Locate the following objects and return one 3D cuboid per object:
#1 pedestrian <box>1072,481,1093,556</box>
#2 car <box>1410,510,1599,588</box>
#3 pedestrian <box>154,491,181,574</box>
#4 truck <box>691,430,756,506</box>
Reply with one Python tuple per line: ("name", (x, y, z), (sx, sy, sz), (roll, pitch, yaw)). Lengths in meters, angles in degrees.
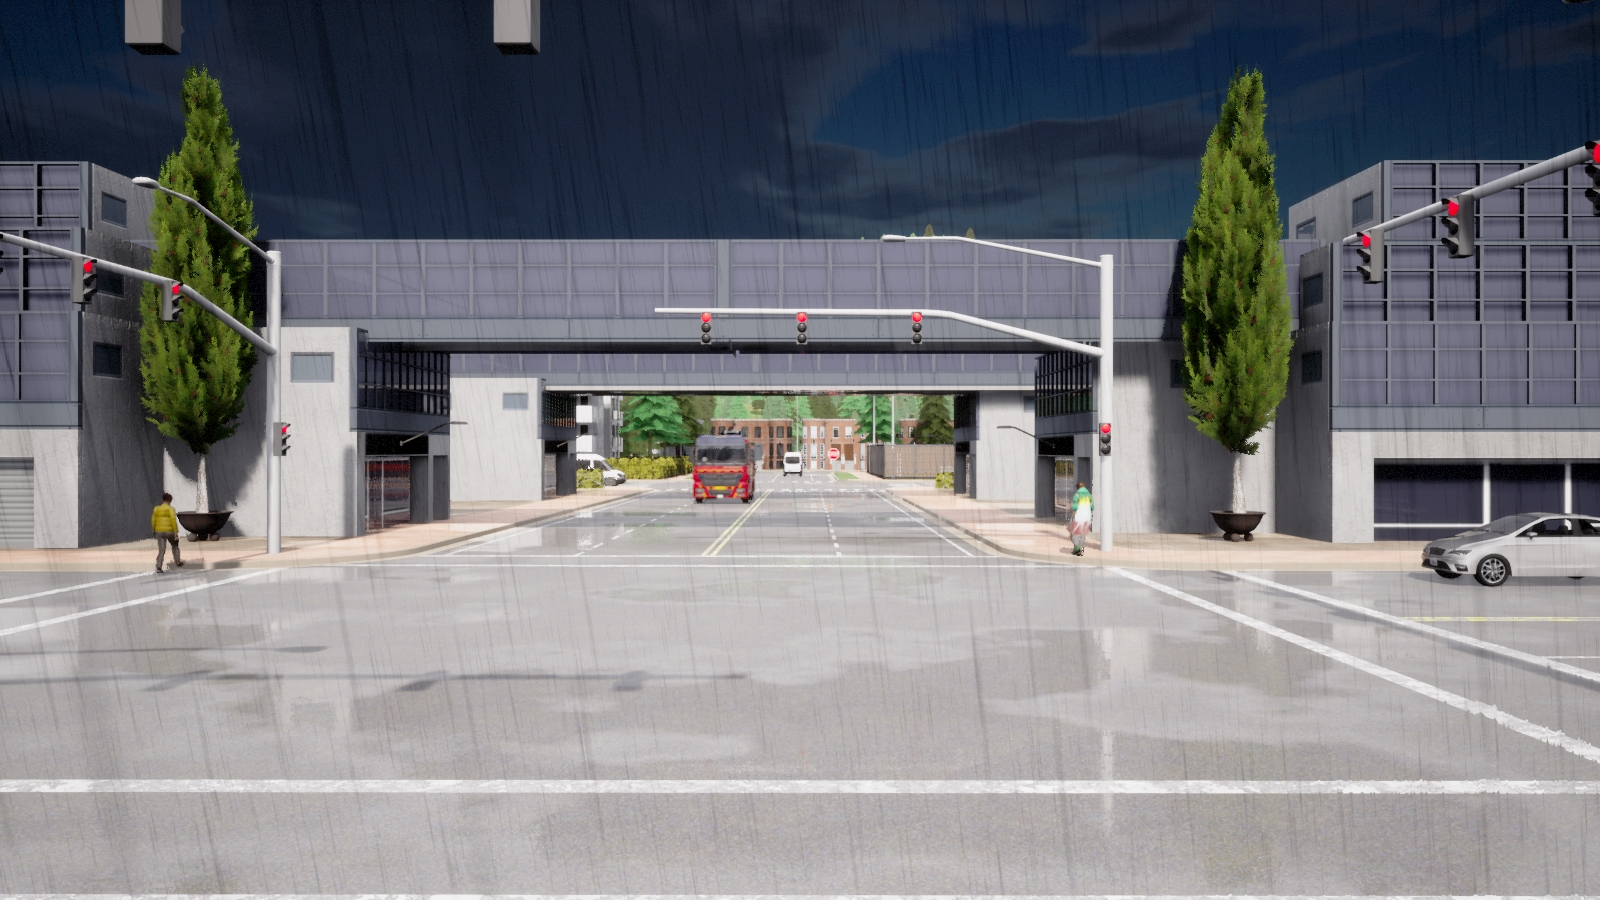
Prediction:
("pedestrian", (7.033, 1.698, 28.490), (0.375, 1.860, 0.375), (0, 0, -15))
("car", (15.490, 2.066, 24.189), (4.193, 1.474, 1.816), (0, 0, 0))
("pedestrian", (-14.234, 1.848, 25.712), (0.375, 1.860, 0.375), (0, 0, 2))
("truck", (-4.003, 0.890, 61.396), (2.891, 3.827, 8.468), (0, 0, 0))
